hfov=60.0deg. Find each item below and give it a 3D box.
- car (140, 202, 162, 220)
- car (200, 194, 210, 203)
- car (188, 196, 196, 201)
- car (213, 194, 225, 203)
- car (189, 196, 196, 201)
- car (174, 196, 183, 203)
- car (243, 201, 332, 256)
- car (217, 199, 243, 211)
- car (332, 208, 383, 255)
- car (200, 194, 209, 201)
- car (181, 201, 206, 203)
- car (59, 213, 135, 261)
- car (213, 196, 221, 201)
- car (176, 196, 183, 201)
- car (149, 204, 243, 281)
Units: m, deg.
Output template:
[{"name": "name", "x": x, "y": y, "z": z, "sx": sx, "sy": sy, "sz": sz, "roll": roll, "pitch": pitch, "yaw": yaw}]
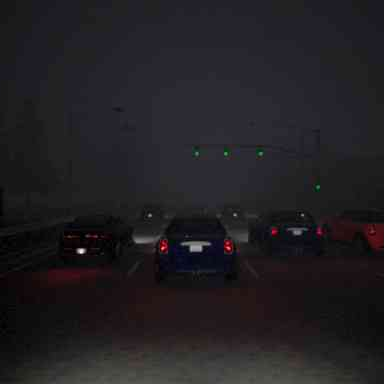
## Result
[{"name": "car", "x": -3.395, "y": 1.654, "z": 29.469, "sx": 1.837, "sy": 1.490, "sz": 4.892, "roll": 0, "pitch": 0, "yaw": 0}, {"name": "car", "x": 3.514, "y": 1.947, "z": 82.415, "sx": 2.033, "sy": 1.411, "sz": 5.357, "roll": 0, "pitch": 0, "yaw": 0}, {"name": "car", "x": 0.014, "y": 1.934, "z": 82.832, "sx": 1.812, "sy": 1.442, "sz": 4.674, "roll": 0, "pitch": 0, "yaw": 0}, {"name": "car", "x": 7.014, "y": 1.633, "z": 82.446, "sx": 2.150, "sy": 2.045, "sz": 5.566, "roll": 0, "pitch": 0, "yaw": 0}, {"name": "car", "x": 0.016, "y": 1.896, "z": 92.866, "sx": 1.895, "sy": 1.301, "sz": 4.718, "roll": 0, "pitch": 0, "yaw": 0}, {"name": "car", "x": -3.486, "y": 1.885, "z": 82.416, "sx": 1.882, "sy": 1.535, "sz": 5.008, "roll": 0, "pitch": 0, "yaw": 0}, {"name": "car", "x": 3.601, "y": 1.421, "z": 13.490, "sx": 2.097, "sy": 1.767, "sz": 4.553, "roll": 0, "pitch": 0, "yaw": 0}, {"name": "car", "x": 3.605, "y": 1.658, "z": 30.238, "sx": 1.837, "sy": 1.490, "sz": 4.892, "roll": 0, "pitch": 0, "yaw": 0}, {"name": "car", "x": 7.101, "y": 1.422, "z": 13.684, "sx": 2.097, "sy": 1.767, "sz": 4.553, "roll": 0, "pitch": 0, "yaw": 0}, {"name": "car", "x": 3.516, "y": 1.526, "z": 92.867, "sx": 2.150, "sy": 2.045, "sz": 5.566, "roll": 0, "pitch": 0, "yaw": 0}, {"name": "car", "x": 0.103, "y": 1.677, "z": 25.644, "sx": 2.033, "sy": 1.411, "sz": 5.357, "roll": 0, "pitch": 0, "yaw": 0}, {"name": "car", "x": -3.398, "y": 1.569, "z": 12.608, "sx": 1.837, "sy": 1.490, "sz": 4.892, "roll": 0, "pitch": 0, "yaw": 0}, {"name": "car", "x": 7.016, "y": 1.778, "z": 92.835, "sx": 1.882, "sy": 1.535, "sz": 5.008, "roll": 0, "pitch": 0, "yaw": 0}, {"name": "car", "x": -3.484, "y": 1.853, "z": 92.837, "sx": 1.994, "sy": 1.385, "sz": 4.181, "roll": 0, "pitch": 0, "yaw": 0}, {"name": "car", "x": 0.099, "y": 1.403, "z": 10.171, "sx": 2.097, "sy": 1.767, "sz": 4.553, "roll": 0, "pitch": 0, "yaw": 0}]
